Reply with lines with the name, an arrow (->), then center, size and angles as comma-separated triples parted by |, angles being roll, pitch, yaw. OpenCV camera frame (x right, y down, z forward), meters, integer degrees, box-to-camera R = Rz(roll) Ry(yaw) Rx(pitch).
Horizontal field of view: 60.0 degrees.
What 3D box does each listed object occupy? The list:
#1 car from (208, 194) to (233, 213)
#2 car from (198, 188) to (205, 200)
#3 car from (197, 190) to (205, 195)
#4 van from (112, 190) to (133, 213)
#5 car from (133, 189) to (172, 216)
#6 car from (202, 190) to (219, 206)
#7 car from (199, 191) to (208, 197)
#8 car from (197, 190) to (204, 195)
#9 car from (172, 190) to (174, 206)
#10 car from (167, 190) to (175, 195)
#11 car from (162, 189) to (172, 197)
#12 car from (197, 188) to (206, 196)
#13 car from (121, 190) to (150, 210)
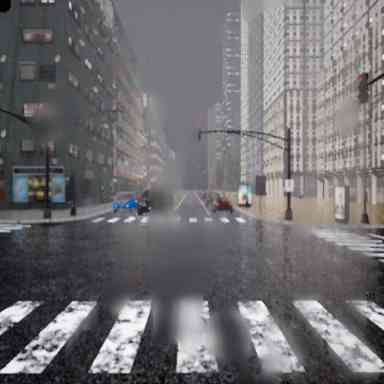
car -> 2.611, 1.120, 29.130 | 1.802, 1.307, 4.206 | 0, 1, 0
car -> 2.529, 0.551, 56.762 | 1.967, 1.590, 4.097 | 0, 1, 0
car -> 2.429, 0.166, 89.926 | 2.008, 1.369, 4.403 | 0, 1, 0
van -> -5.768, 0.880, 29.102 | 1.690, 1.788, 3.998 | 0, 1, 0
car -> -3.081, 0.809, 27.322 | 2.150, 2.045, 5.566 | 0, 1, 0
car -> 2.579, 0.806, 40.182 | 1.967, 1.590, 4.097 | 0, 1, 0
car -> 2.479, 0.406, 73.345 | 1.887, 1.381, 4.507 | 0, 1, 0
car -> 2.413, 0.116, 95.454 | 1.802, 1.307, 4.206 | 0, 1, 0
car -> -3.115, 0.876, 38.806 | 1.882, 1.535, 5.008 | 0, 1, 0
car -> -5.968, 0.100, 95.429 | 1.947, 1.339, 4.313 | 0, 1, 0
car -> -5.917, 0.220, 78.846 | 1.967, 1.590, 4.097 | 0, 1, 0
car -> 2.448, 0.012, 84.396 | 2.192, 1.841, 5.009 | 0, 1, 0
car -> -5.784, 0.768, 34.629 | 2.192, 1.841, 5.009 | 0, 1, 0
